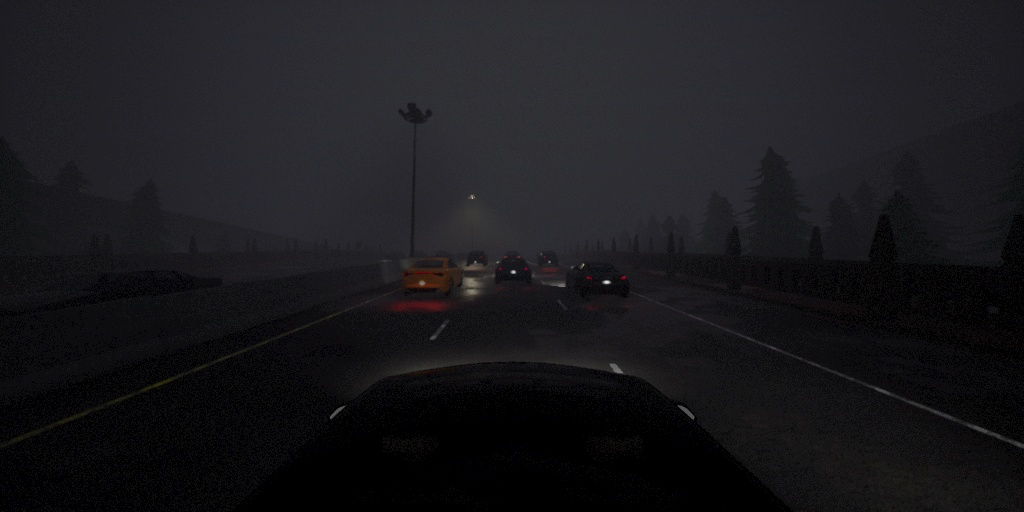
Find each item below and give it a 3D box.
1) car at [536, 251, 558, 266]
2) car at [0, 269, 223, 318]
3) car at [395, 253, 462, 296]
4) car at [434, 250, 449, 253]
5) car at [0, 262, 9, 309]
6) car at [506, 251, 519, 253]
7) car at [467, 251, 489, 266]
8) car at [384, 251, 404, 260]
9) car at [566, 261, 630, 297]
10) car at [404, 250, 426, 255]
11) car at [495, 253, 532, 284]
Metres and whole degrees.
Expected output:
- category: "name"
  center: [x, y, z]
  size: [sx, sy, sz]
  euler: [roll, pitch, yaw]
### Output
- category: "car"
  center: [3.556, 0.211, 36.376]
  size: [1.837, 1.490, 4.892]
  euler: [0, 2, 0]
- category: "car"
  center: [-10.610, 1.070, 9.795]
  size: [2.033, 1.411, 5.357]
  euler: [0, 2, 0]
- category: "car"
  center: [-3.418, 0.807, 16.094]
  size: [1.882, 1.535, 5.008]
  euler: [0, 2, 0]
- category: "car"
  center: [-10.567, -0.165, 54.186]
  size: [1.882, 1.535, 5.008]
  euler: [0, 0, 0]
- category: "car"
  center: [-17.609, 1.029, 9.318]
  size: [2.128, 1.511, 4.902]
  euler: [0, 2, 0]
- category: "car"
  center: [0.054, 0.195, 37.584]
  size: [1.812, 1.442, 4.674]
  euler: [0, 2, 0]
- category: "car"
  center: [-3.444, 0.211, 36.388]
  size: [1.837, 1.490, 4.892]
  euler: [0, 2, 0]
- category: "car"
  center: [-17.567, -0.087, 54.177]
  size: [2.033, 1.411, 5.357]
  euler: [0, 0, 0]
- category: "car"
  center: [3.582, 0.909, 15.566]
  size: [1.994, 1.385, 4.181]
  euler: [0, 2, 0]
- category: "car"
  center: [-14.070, -0.186, 53.722]
  size: [2.128, 1.511, 4.902]
  euler: [0, 0, 0]
- category: "car"
  center: [0.076, 0.754, 20.623]
  size: [1.994, 1.385, 4.181]
  euler: [0, 2, 0]
